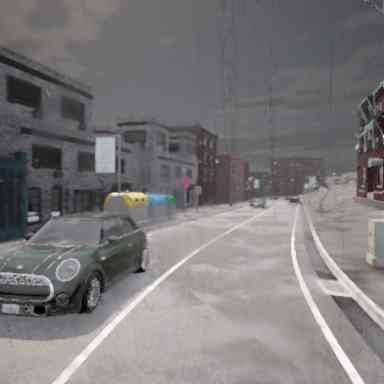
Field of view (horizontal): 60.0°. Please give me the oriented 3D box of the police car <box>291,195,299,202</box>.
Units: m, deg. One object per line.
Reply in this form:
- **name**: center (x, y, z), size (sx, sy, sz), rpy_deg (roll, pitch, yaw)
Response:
- **police car**: center (25.479, 1.662, 82.166), size (1.930, 1.638, 5.238), rpy_deg (1, 0, 18)

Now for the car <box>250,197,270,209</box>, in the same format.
- **car**: center (9.420, 1.541, 47.525), size (2.128, 1.511, 4.902), rpy_deg (1, 0, 18)

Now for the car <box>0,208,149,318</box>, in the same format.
- **car**: center (-2.557, 1.308, 7.635), size (2.097, 1.767, 4.553), rpy_deg (1, 0, 10)

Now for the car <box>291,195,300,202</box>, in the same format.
- **car**: center (27.283, 1.633, 87.747), size (2.097, 1.767, 4.553), rpy_deg (1, 0, 18)

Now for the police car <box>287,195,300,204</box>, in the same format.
- **police car**: center (22.403, 1.627, 72.646), size (1.930, 1.638, 5.238), rpy_deg (1, 0, 18)
